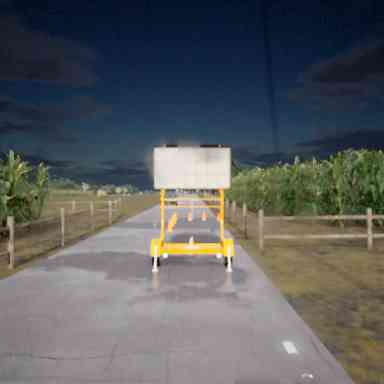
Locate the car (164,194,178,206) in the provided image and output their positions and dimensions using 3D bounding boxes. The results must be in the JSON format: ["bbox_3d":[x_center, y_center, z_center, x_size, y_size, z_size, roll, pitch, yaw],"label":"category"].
[{"bbox_3d":[-2.824,1.032,42.624,1.837,1.490,4.892,0,0,0],"label":"car"}]

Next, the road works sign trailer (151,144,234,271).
[{"bbox_3d":[0.007,0.333,10.328,2.380,3.560,2.880,0,1,0],"label":"road works sign trailer"}]
